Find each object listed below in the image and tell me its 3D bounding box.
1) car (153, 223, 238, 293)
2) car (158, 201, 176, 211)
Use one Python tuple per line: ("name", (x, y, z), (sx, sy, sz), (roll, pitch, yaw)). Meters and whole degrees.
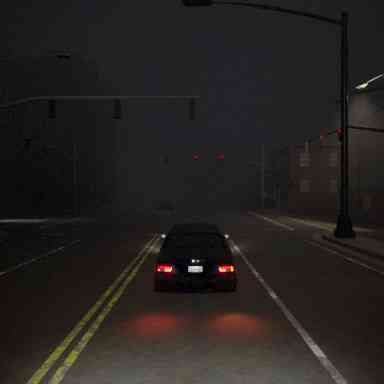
("car", (0.083, 1.547, 8.988), (2.033, 1.411, 5.357), (0, 0, 0))
("car", (-3.538, 2.008, 45.961), (1.812, 1.442, 4.674), (0, -4, 0))
